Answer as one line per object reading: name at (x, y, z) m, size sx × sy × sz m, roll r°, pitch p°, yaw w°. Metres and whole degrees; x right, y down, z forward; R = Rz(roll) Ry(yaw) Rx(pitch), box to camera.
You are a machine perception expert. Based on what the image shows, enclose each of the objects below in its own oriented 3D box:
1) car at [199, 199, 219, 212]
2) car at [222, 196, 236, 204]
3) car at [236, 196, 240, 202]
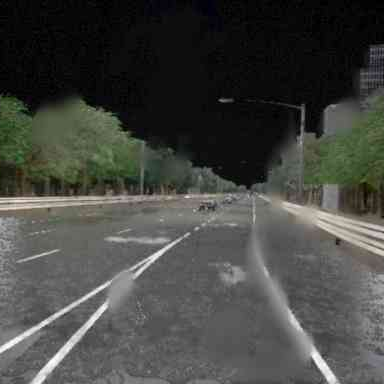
car at (2.051, 1.564, 39.680) m, size 1.837 × 1.490 × 4.892 m, roll 2°, pitch 0°, yaw 10°
car at (7.390, 1.834, 68.853) m, size 1.895 × 1.301 × 4.718 m, roll 2°, pitch 0°, yaw 10°
car at (10.963, 1.868, 88.351) m, size 1.837 × 1.490 × 4.892 m, roll 2°, pitch 0°, yaw 10°
